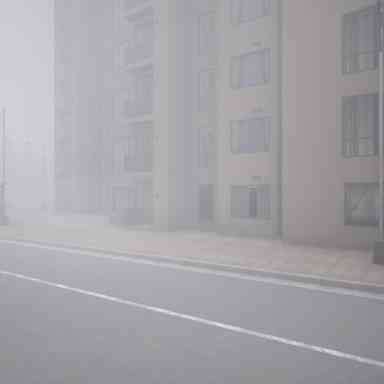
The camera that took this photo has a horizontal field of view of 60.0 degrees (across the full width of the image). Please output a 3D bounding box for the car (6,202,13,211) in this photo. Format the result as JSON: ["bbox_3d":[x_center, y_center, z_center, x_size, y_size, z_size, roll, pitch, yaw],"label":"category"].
[{"bbox_3d":[-22.887,1.436,37.650,2.128,1.511,4.902,0,0,34],"label":"car"}]
